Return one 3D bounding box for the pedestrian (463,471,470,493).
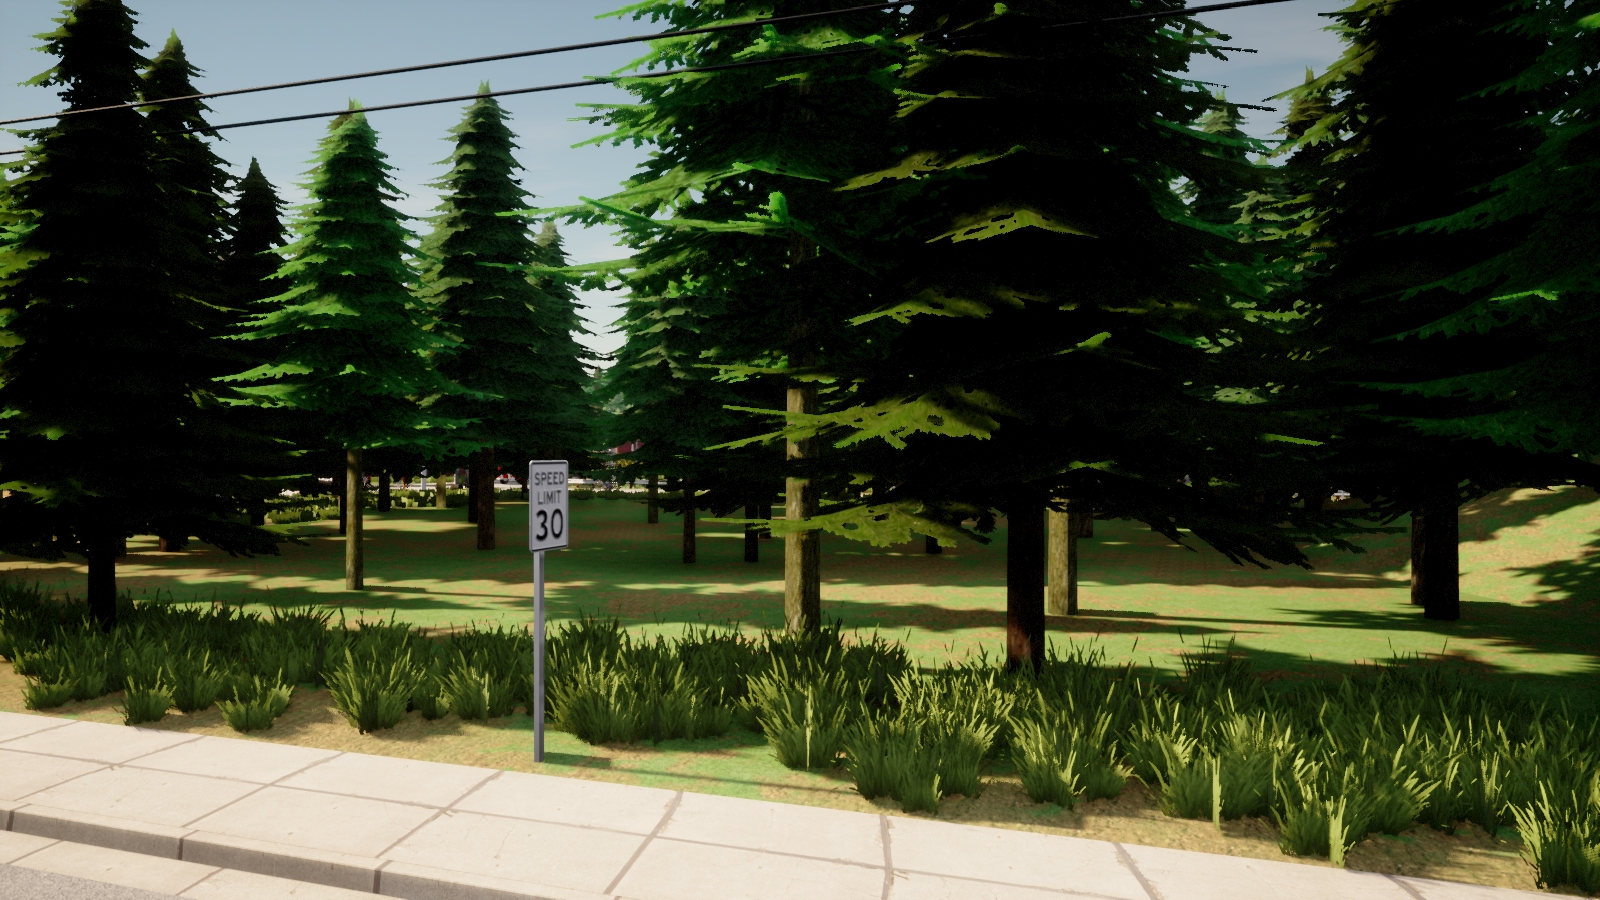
[{"bbox_3d":[-20.315,1.950,69.560,0.375,1.300,0.375,0,0,-12],"label":"pedestrian"}]

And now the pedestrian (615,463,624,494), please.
[{"bbox_3d":[-10.611,1.671,67.039,0.375,1.860,0.375,0,0,24],"label":"pedestrian"}]
